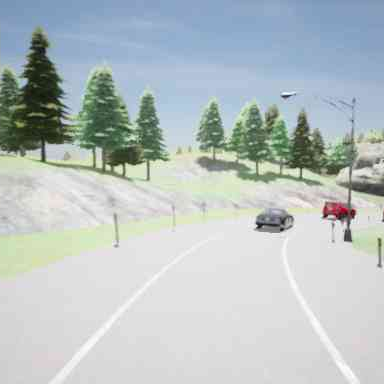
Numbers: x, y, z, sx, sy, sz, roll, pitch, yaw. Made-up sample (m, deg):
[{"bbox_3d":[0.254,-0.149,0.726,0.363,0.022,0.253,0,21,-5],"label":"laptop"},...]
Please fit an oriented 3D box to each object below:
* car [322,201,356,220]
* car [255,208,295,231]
[{"bbox_3d":[17.335,2.137,39.036,5.566,2.045,2.150,3,2,-45],"label":"car"},{"bbox_3d":[5.906,1.847,23.374,2.033,1.411,5.357,3,0,26],"label":"car"}]
